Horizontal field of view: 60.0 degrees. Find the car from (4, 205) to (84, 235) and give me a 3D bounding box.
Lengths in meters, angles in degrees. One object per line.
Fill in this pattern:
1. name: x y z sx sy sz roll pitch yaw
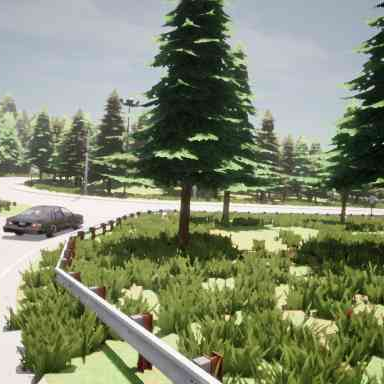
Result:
1. car: -7.407 1.414 17.304 2.033 1.411 5.357 4 1 3
